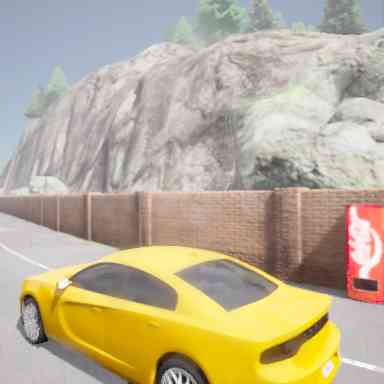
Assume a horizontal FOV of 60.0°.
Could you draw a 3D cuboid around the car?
[{"bbox_3d":[-0.617,1.539,4.751,5.008,1.535,1.882,-1,0,39],"label":"car"}]
